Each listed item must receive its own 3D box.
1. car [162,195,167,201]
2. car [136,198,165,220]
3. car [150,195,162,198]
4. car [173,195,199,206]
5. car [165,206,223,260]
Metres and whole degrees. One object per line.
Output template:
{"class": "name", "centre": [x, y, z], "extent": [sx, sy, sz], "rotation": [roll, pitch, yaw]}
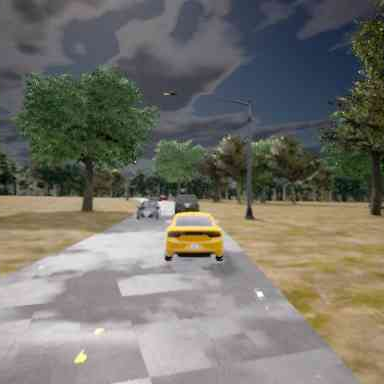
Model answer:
{"class": "car", "centre": [-8.024, 1.639, 91.472], "extent": [1.882, 1.535, 5.008], "rotation": [0, 0, -13]}
{"class": "car", "centre": [-3.644, 1.536, 28.360], "extent": [2.128, 1.511, 4.902], "rotation": [0, 0, -3]}
{"class": "car", "centre": [-8.039, 1.725, 70.254], "extent": [1.895, 1.301, 4.718], "rotation": [0, 0, -9]}
{"class": "car", "centre": [-0.535, 1.272, 30.176], "extent": [2.150, 2.045, 5.566], "rotation": [0, 0, -3]}
{"class": "car", "centre": [0.045, 1.494, 12.494], "extent": [1.882, 1.535, 5.008], "rotation": [0, 0, -1]}
